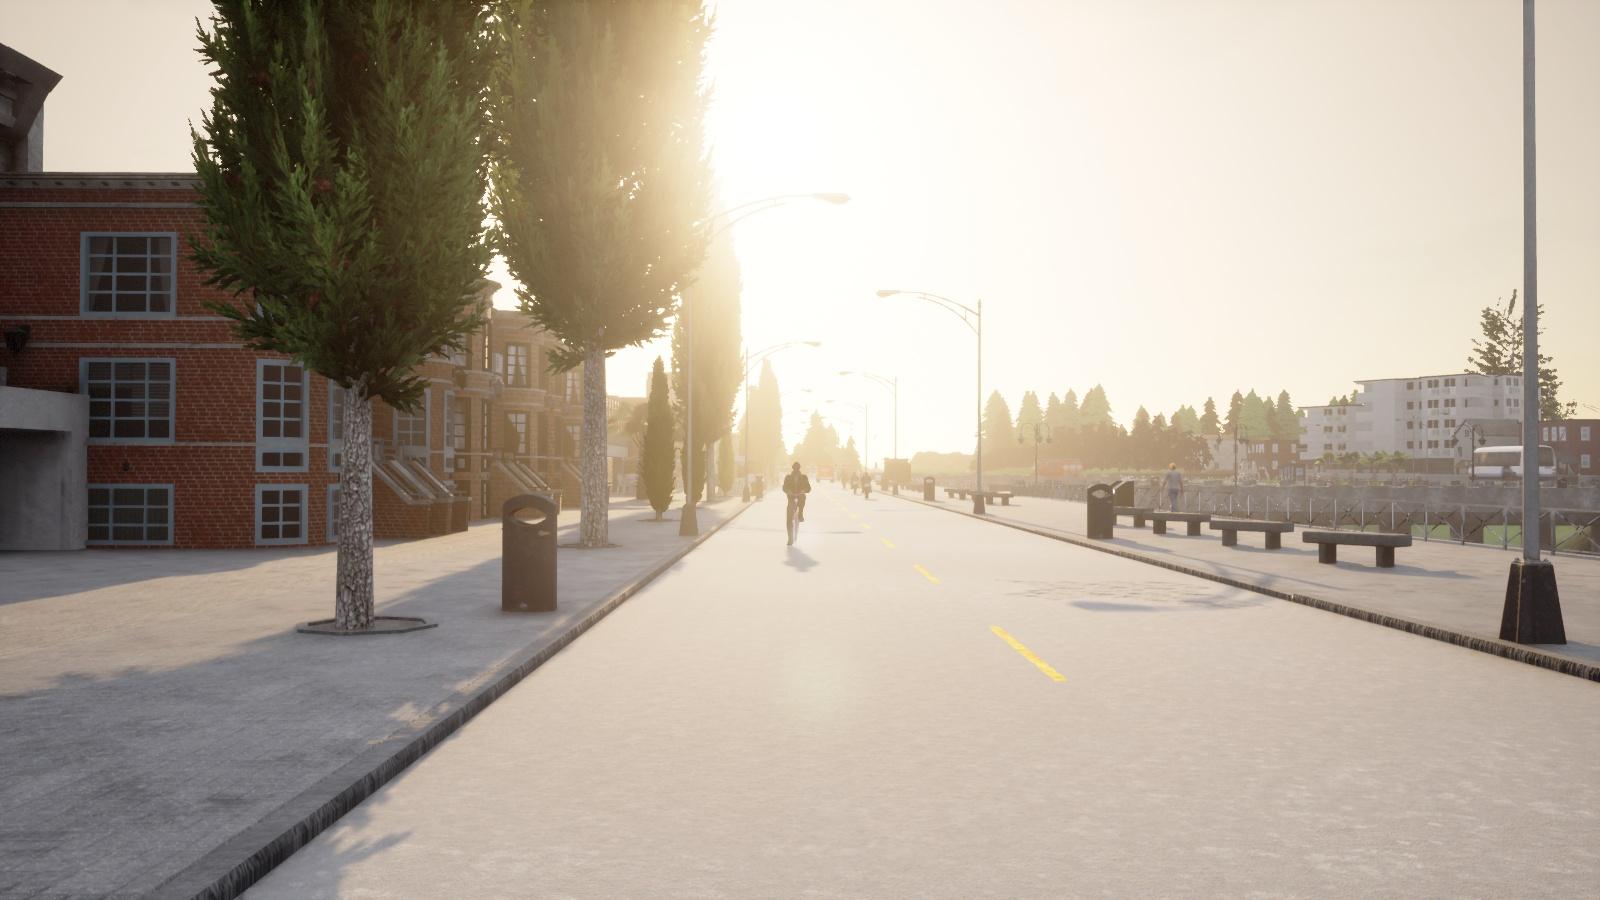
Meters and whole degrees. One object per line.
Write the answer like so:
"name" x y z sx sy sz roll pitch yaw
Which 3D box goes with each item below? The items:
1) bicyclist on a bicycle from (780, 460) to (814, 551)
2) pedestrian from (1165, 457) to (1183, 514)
"bicyclist on a bicycle" -0.070 1.114 25.563 0.659 1.776 1.843 0 -1 0
"pedestrian" 12.122 1.158 40.735 0.354 1.836 0.706 0 -1 -2
